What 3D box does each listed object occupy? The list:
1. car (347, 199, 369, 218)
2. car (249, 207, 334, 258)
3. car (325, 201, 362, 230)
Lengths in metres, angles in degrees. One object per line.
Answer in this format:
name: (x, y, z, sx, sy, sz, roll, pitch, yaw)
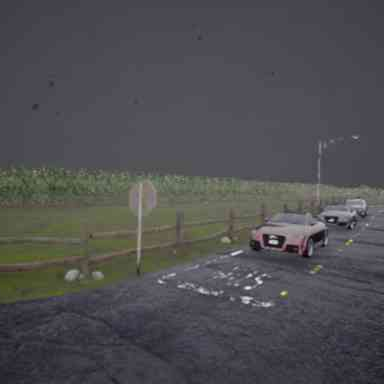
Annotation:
car: (14.433, 1.407, 29.445, 1.837, 1.490, 4.892, 2, 1, 31)
car: (3.747, 1.449, 12.476, 1.994, 1.385, 4.181, 2, 1, 33)
car: (9.062, 1.461, 20.755, 1.994, 1.385, 4.181, 2, 1, 32)
